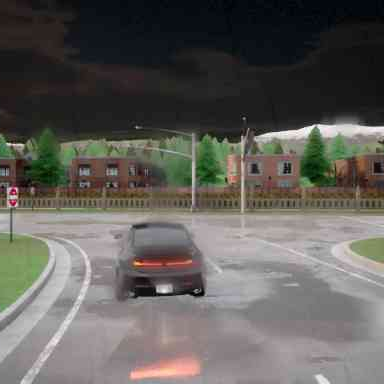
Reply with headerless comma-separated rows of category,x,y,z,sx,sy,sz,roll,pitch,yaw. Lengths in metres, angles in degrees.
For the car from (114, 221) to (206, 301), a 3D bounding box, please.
car,-0.888,1.505,8.418,1.837,1.490,4.892,0,0,-9
